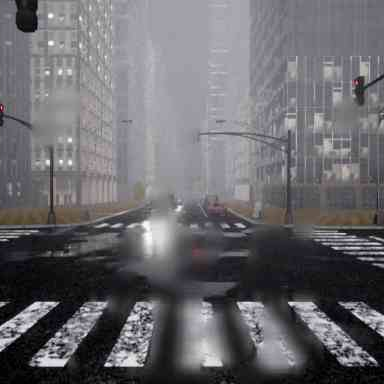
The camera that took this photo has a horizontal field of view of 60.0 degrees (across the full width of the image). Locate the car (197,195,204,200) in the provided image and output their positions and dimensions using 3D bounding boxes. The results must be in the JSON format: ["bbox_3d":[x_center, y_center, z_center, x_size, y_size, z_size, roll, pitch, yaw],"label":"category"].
[{"bbox_3d":[2.388,1.489,92.877,1.887,1.381,4.507,-1,0,0],"label":"car"}]

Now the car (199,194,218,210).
[{"bbox_3d":[2.462,1.297,43.157,2.192,1.841,5.009,-1,0,0],"label":"car"}]

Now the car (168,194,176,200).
[{"bbox_3d":[-5.494,1.384,92.838,1.967,1.590,4.097,-1,0,0],"label":"car"}]

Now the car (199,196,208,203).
[{"bbox_3d":[2.428,1.508,70.779,1.887,1.381,4.507,-1,0,0],"label":"car"}]

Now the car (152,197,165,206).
[{"bbox_3d":[-5.422,1.557,54.167,1.802,1.307,4.206,-1,0,0],"label":"car"}]

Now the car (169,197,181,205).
[{"bbox_3d":[-2.911,1.573,58.308,1.895,1.301,4.718,0,0,0],"label":"car"}]

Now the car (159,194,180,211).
[{"bbox_3d":[-2.920,1.206,38.640,2.150,2.045,5.566,0,0,0],"label":"car"}]

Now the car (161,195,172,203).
[{"bbox_3d":[-5.454,1.403,70.740,1.967,1.590,4.097,-1,0,0],"label":"car"}]

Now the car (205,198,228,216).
[{"bbox_3d":[2.465,1.569,32.107,1.802,1.307,4.206,-1,0,0],"label":"car"}]

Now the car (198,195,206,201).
[{"bbox_3d":[2.408,1.536,81.829,1.802,1.307,4.206,-1,0,0],"label":"car"}]

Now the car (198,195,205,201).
[{"bbox_3d":[2.397,1.474,87.523,1.752,1.417,4.829,-1,0,0],"label":"car"}]

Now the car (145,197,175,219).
[{"bbox_3d":[-2.906,1.480,28.772,2.128,1.511,4.902,0,0,0],"label":"car"}]

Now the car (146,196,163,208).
[{"bbox_3d":[-5.414,1.419,48.642,1.967,1.590,4.097,-1,0,0],"label":"car"}]

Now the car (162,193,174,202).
[{"bbox_3d":[-5.466,1.273,76.265,2.192,1.841,5.009,-1,0,0],"label":"car"}]
